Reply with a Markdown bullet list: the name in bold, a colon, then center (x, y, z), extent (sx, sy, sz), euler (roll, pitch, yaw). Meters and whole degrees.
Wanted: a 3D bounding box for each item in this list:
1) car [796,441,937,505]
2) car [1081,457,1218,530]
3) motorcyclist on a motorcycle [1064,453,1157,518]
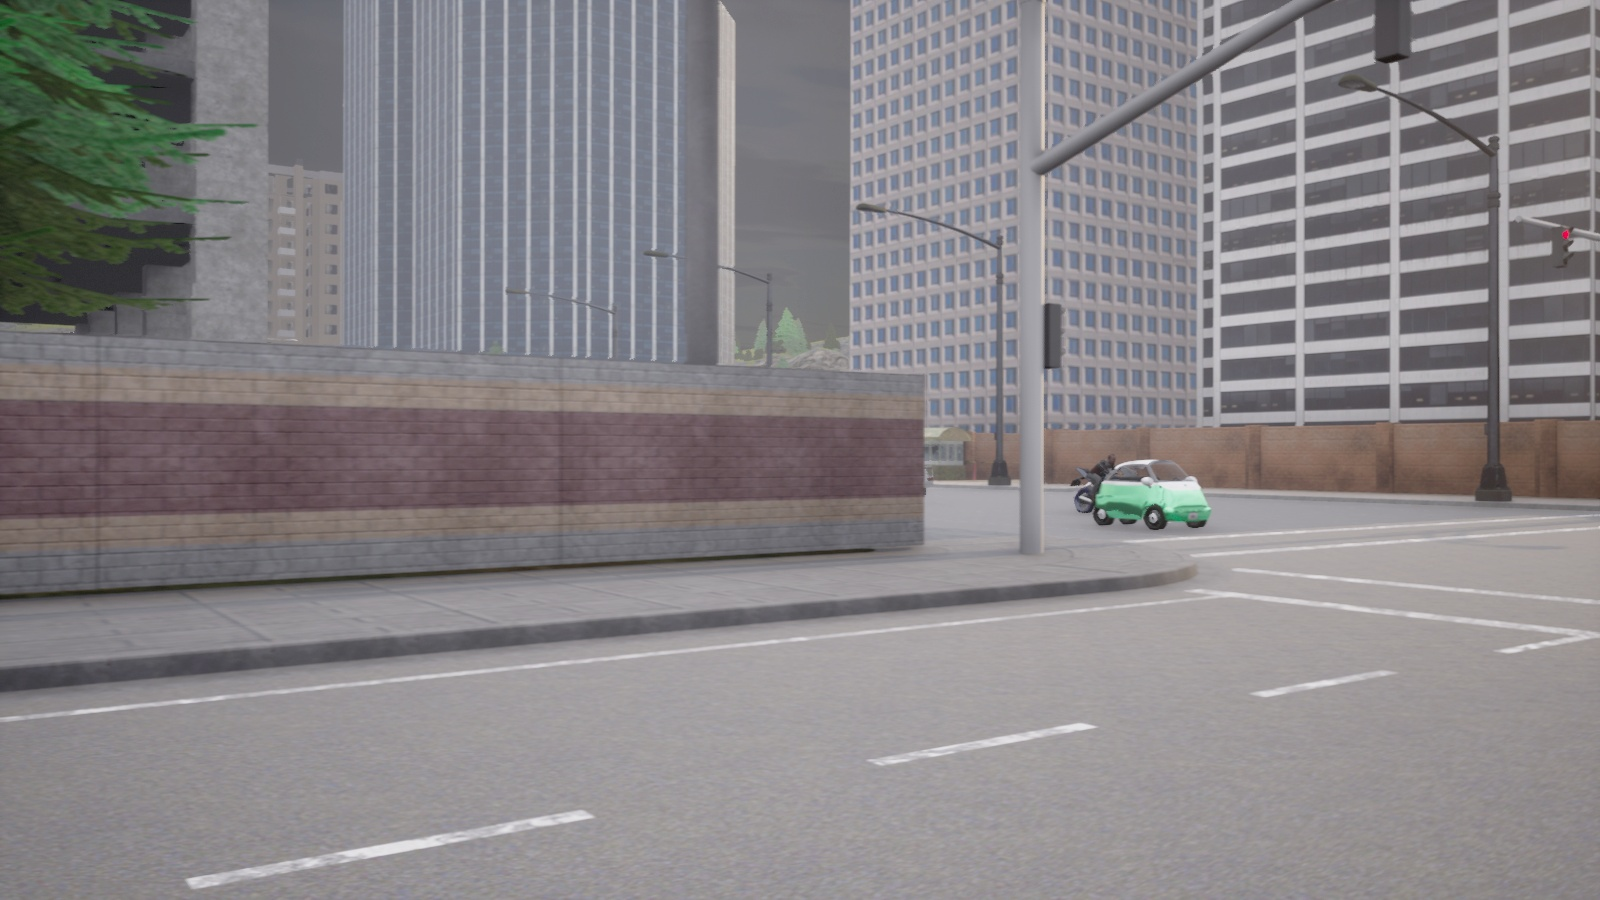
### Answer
- **car**: center (1.985, 0.651, 38.739), extent (1.932, 1.855, 4.605), euler (0, 0, -35)
- **car**: center (7.005, 0.846, 25.272), extent (1.481, 1.376, 2.207), euler (0, -1, -35)
- **motorcyclist on a motorcycle**: center (7.553, 0.839, 30.649), extent (0.866, 1.530, 2.191), euler (0, 0, -35)
